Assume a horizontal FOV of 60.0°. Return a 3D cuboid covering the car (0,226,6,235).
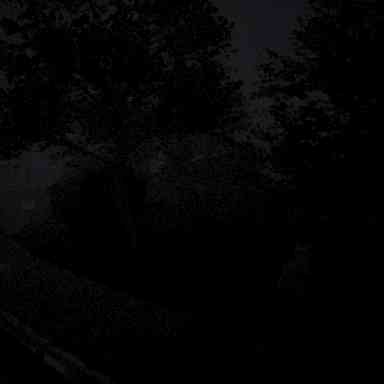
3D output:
[{"bbox_3d":[-18.618,3.437,30.268,1.994,1.385,4.181,-3,-5,-11],"label":"car"}]
